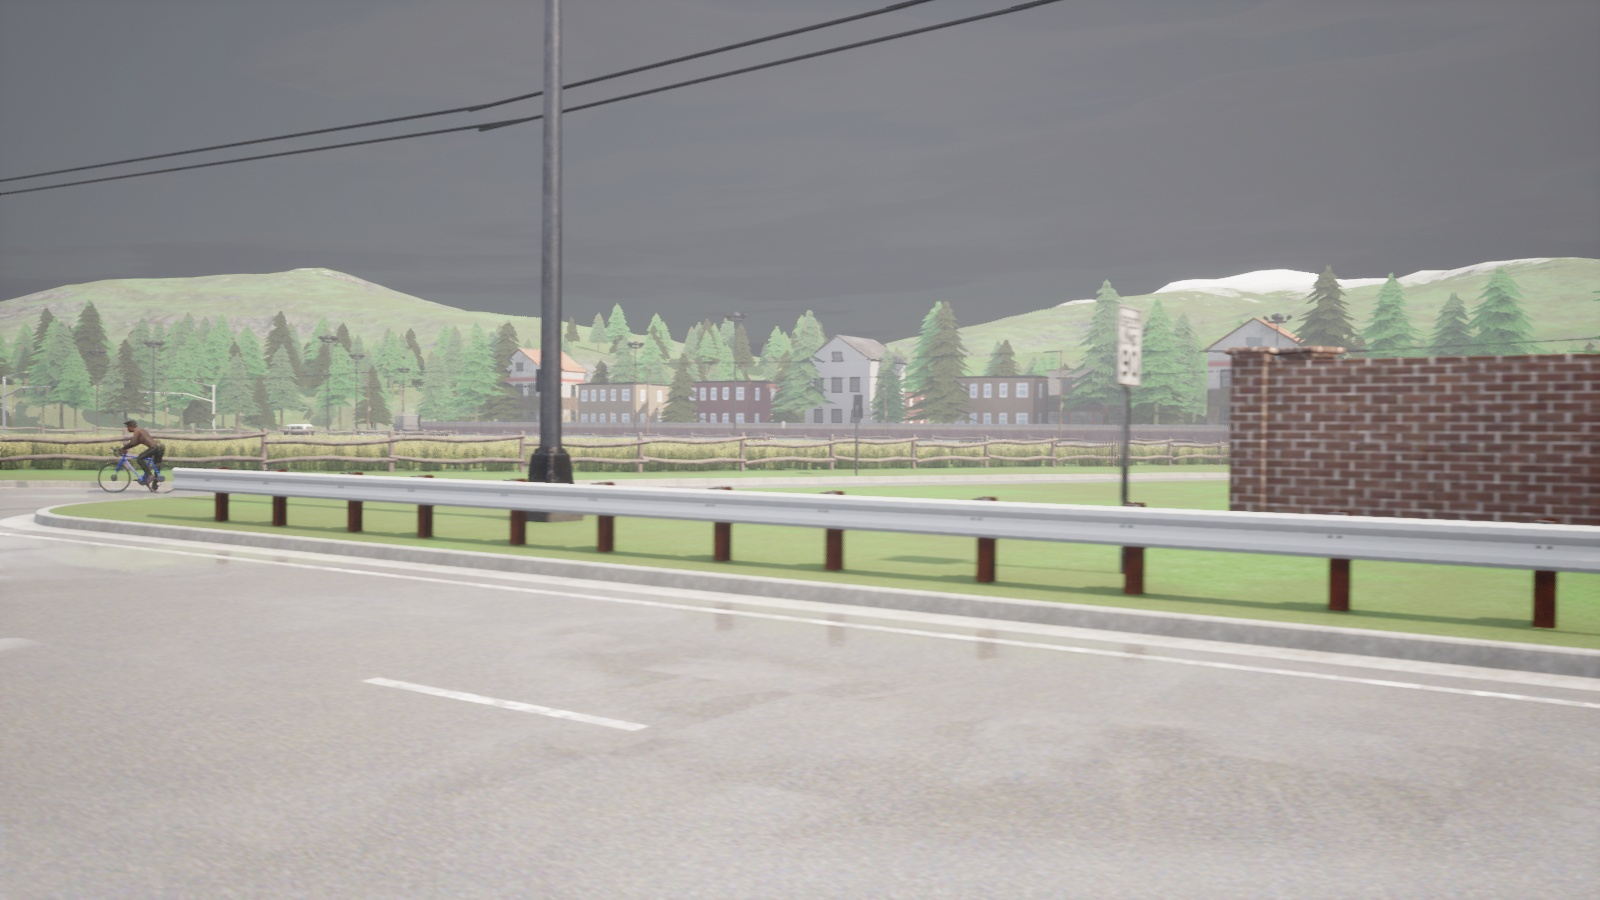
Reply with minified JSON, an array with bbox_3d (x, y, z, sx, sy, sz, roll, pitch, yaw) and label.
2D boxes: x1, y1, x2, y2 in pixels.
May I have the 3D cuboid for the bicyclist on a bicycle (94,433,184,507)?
[{"bbox_3d":[-14.572,0.437,27.722,1.656,1.620,0.582,0,1,-11],"label":"bicyclist on a bicycle"}]
